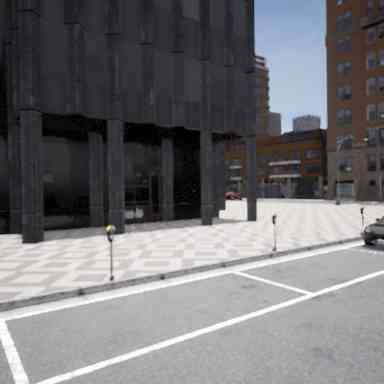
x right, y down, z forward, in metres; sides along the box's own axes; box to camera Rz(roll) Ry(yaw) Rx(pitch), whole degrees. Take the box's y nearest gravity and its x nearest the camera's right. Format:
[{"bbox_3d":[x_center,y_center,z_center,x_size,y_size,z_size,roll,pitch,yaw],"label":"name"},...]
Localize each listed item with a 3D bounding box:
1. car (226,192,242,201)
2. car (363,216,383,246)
[{"bbox_3d":[6.944,0.734,60.336,1.882,1.535,5.008,-1,1,-34],"label":"car"},{"bbox_3d":[8.352,1.326,12.796,4.313,1.339,1.947,-1,1,-36],"label":"car"}]
